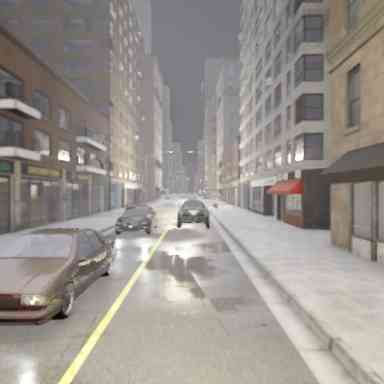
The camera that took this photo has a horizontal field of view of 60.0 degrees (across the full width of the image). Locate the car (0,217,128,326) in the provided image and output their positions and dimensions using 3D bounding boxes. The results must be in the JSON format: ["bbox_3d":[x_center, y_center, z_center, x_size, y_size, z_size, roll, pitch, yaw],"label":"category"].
[{"bbox_3d":[-3.077,1.549,7.581,2.033,1.411,5.357,0,0,0],"label":"car"}]

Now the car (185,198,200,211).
[{"bbox_3d":[0.075,1.523,43.012,1.837,1.490,4.892,0,0,0],"label":"car"}]

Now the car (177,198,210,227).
[{"bbox_3d":[0.092,1.356,22.784,2.097,1.767,4.553,0,0,0],"label":"car"}]

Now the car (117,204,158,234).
[{"bbox_3d":[-3.064,1.510,19.107,1.837,1.490,4.892,0,0,0],"label":"car"}]
